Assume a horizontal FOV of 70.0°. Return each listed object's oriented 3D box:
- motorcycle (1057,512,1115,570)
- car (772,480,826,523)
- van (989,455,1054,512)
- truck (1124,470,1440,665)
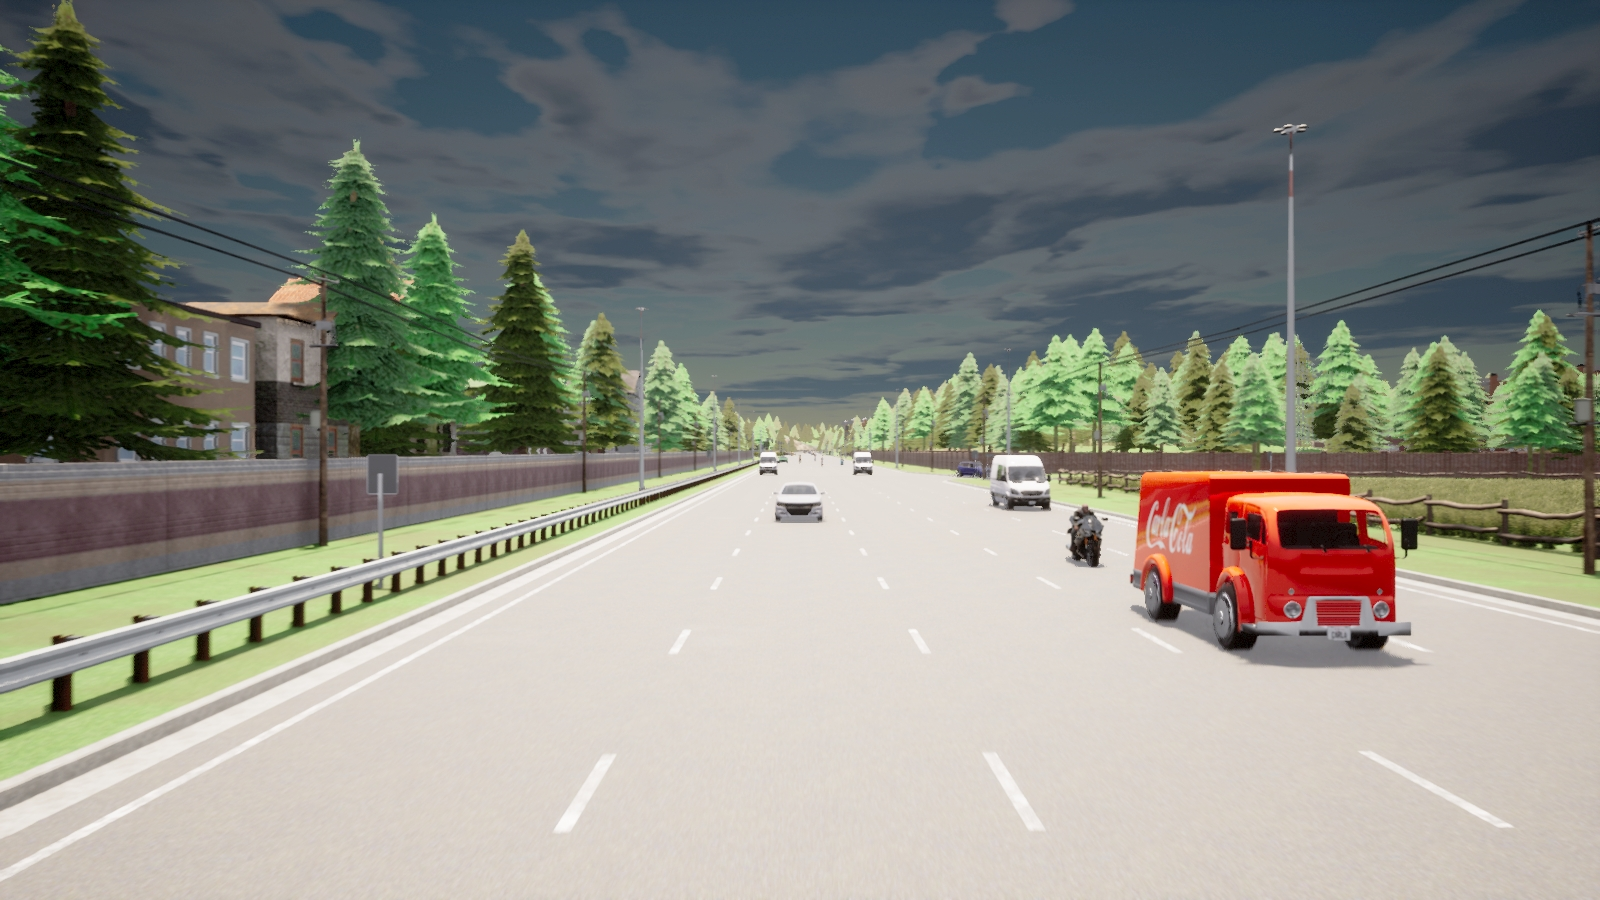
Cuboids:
[{"bbox_3d":[6.998,2.205,28.094,0.867,1.251,2.209,0,0,0],"label":"motorcycle"},{"bbox_3d":[-0.029,2.034,46.096,2.097,1.535,5.006,0,0,0],"label":"car"},{"bbox_3d":[10.492,1.534,54.597,1.988,2.561,5.915,0,0,0],"label":"van"},{"bbox_3d":[6.995,1.570,17.445,2.627,2.467,5.204,0,0,0],"label":"truck"}]
